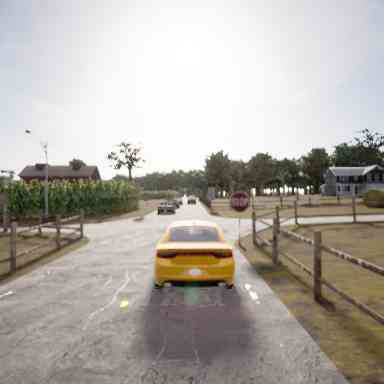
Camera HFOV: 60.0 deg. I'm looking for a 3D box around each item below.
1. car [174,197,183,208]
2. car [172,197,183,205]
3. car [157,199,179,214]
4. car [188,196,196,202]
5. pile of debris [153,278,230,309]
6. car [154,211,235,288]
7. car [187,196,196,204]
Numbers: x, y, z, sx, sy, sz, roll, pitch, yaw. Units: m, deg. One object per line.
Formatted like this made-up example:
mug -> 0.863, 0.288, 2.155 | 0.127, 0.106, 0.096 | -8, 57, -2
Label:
car -> -2.874, 1.842, 51.214 | 1.895, 1.301, 4.718 | 0, 0, 0
car -> -2.834, 1.782, 65.657 | 1.882, 1.535, 5.008 | 0, 0, 0
car -> -2.884, 1.788, 38.320 | 1.895, 1.301, 4.718 | 0, 0, 0
car -> -0.058, 1.681, 80.636 | 1.882, 1.535, 5.008 | 0, 0, 0
pile of debris -> -0.008, 2.220, 7.444 | 1.500, 0.140, 1.860 | 0, 0, 0
car -> 0.038, 1.533, 9.464 | 1.882, 1.535, 5.008 | 0, 0, -1
car -> -0.053, 1.816, 70.206 | 1.837, 1.490, 4.892 | 0, 0, 0
